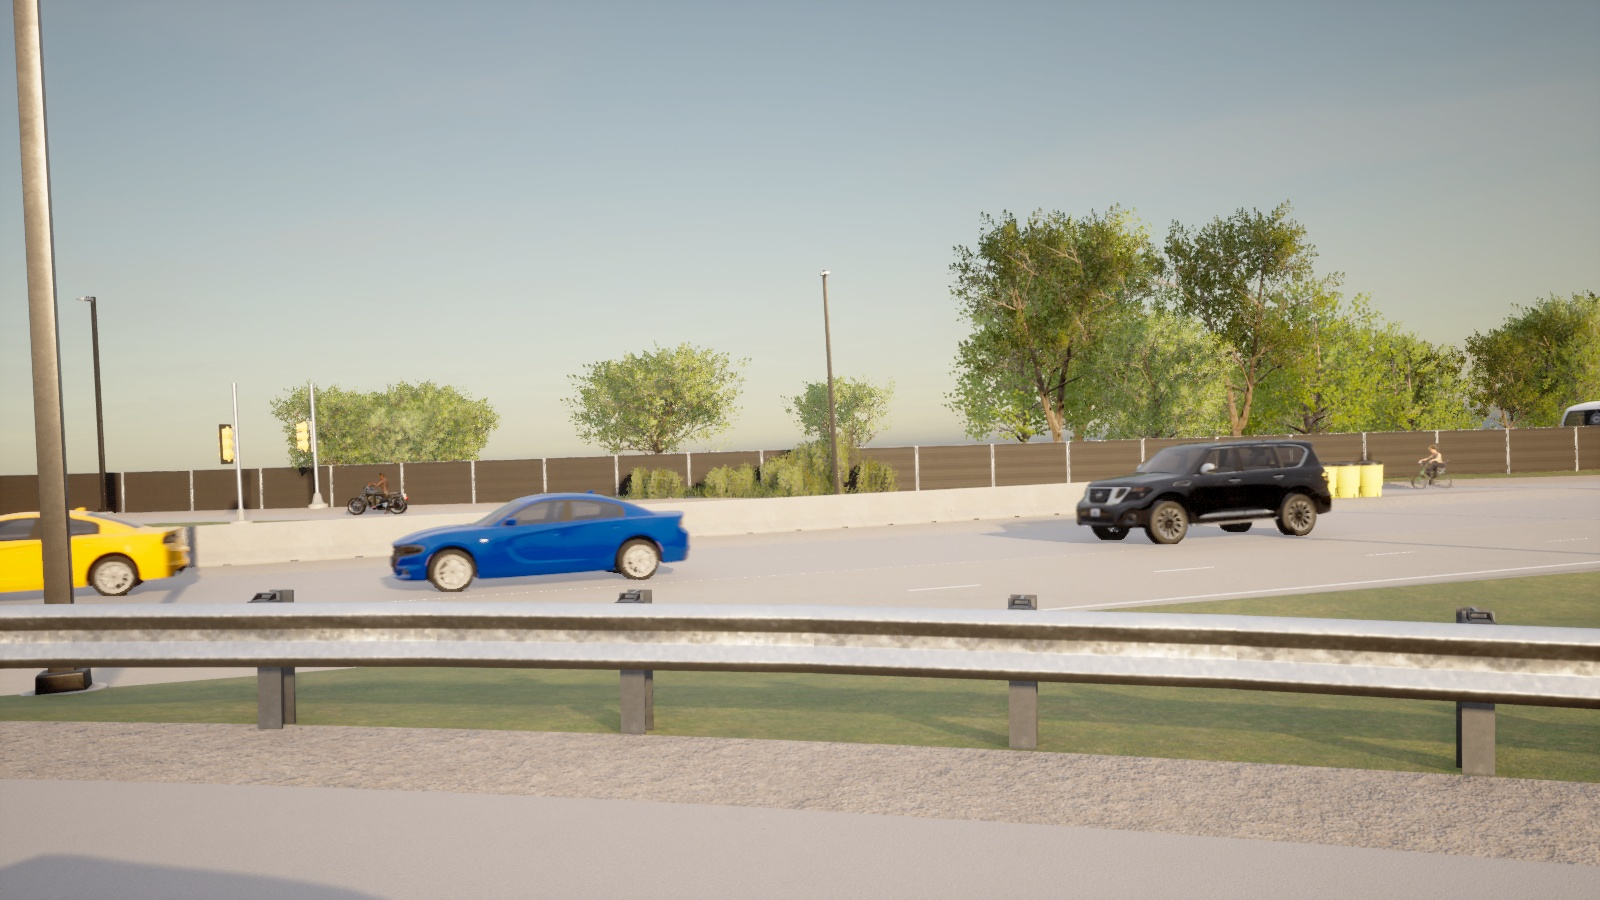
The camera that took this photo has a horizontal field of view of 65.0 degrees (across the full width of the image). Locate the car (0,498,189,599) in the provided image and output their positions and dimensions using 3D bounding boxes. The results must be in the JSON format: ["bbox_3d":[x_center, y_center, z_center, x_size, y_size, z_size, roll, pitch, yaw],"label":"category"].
[{"bbox_3d":[-13.422,1.701,21.672,5.008,1.535,1.882,-1,-1,-21],"label":"car"}]

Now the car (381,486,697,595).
[{"bbox_3d":[-4.448,1.460,21.421,5.008,1.535,1.882,-1,-1,-21],"label":"car"}]

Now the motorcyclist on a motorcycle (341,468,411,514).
[{"bbox_3d":[-16.091,1.551,47.686,2.350,1.649,0.766,-1,0,6],"label":"motorcyclist on a motorcycle"}]

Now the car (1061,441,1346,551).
[{"bbox_3d":[8.518,0.905,26.493,5.566,2.045,2.150,-1,-1,-21],"label":"car"}]

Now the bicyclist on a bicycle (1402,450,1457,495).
[{"bbox_3d":[22.954,0.819,45.805,1.509,1.612,0.866,-1,0,-2],"label":"bicyclist on a bicycle"}]
